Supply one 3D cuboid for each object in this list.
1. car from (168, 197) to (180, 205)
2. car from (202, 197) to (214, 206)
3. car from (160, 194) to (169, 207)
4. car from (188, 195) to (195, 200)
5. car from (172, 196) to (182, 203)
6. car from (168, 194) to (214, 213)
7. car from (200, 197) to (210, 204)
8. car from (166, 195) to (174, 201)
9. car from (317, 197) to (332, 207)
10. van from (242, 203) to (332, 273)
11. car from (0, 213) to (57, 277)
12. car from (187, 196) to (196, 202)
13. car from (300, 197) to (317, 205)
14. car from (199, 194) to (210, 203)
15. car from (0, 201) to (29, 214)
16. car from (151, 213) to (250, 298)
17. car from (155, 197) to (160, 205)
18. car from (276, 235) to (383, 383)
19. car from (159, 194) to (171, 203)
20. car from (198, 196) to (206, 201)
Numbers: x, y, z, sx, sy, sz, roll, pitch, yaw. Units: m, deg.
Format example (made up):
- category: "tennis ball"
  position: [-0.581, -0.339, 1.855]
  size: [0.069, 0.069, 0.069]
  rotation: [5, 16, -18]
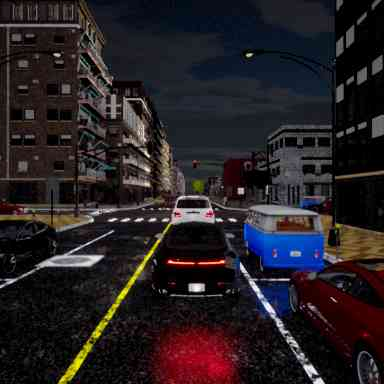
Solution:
- category: "car"
  position: [-3.186, 1.644, 60.081]
  size: [1.895, 1.301, 4.718]
  rotation: [0, 0, 0]
- category: "car"
  position: [2.587, 1.562, 55.286]
  size: [1.752, 1.417, 4.829]
  rotation: [0, 0, 0]
- category: "car"
  position: [-3.196, 1.383, 50.185]
  size: [2.097, 1.767, 4.553]
  rotation: [0, 0, 0]
- category: "car"
  position: [-0.176, 1.584, 91.949]
  size: [1.895, 1.301, 4.718]
  rotation: [0, 0, 0]
- category: "car"
  position: [-3.137, 1.583, 70.424]
  size: [1.812, 1.442, 4.674]
  rotation: [0, 0, 0]
- category: "car"
  position: [0.054, 1.225, 18.512]
  size: [2.150, 2.045, 5.566]
  rotation: [0, 0, 0]
- category: "car"
  position: [2.565, 1.634, 66.194]
  size: [1.802, 1.307, 4.206]
  rotation: [0, 0, 0]
- category: "car"
  position: [-5.858, 1.617, 88.164]
  size: [1.752, 1.417, 4.829]
  rotation: [0, 0, 0]
- category: "car"
  position: [14.862, 1.359, 31.244]
  size: [5.009, 1.841, 2.192]
  rotation: [0, 0, 0]
- category: "van"
  position: [2.641, 1.343, 10.329]
  size: [1.690, 1.788, 3.998]
  rotation: [0, 0, 0]
- category: "car"
  position: [-5.707, 1.567, 10.338]
  size: [1.947, 1.339, 4.313]
  rotation: [0, 0, 0]
- category: "car"
  position: [-0.157, 1.618, 81.499]
  size: [2.033, 1.411, 5.357]
  rotation: [0, 0, 0]
- category: "car"
  position: [15.075, 1.620, 36.997]
  size: [5.357, 1.411, 2.033]
  rotation: [0, 0, 2]
- category: "car"
  position: [2.556, 1.376, 71.734]
  size: [2.192, 1.841, 5.009]
  rotation: [0, 0, 0]
- category: "car"
  position: [-17.526, 1.535, 31.101]
  size: [4.206, 1.307, 1.802]
  rotation: [0, 0, 0]
- category: "car"
  position: [0.081, 1.506, 8.511]
  size: [1.837, 1.490, 4.892]
  rotation: [0, 0, 0]
- category: "car"
  position: [-5.804, 1.569, 60.468]
  size: [1.752, 1.417, 4.829]
  rotation: [0, 0, 0]
- category: "car"
  position: [2.651, 1.582, 4.640]
  size: [1.802, 1.307, 4.206]
  rotation: [0, 0, 0]
- category: "car"
  position: [-5.825, 1.376, 71.717]
  size: [2.192, 1.841, 5.009]
  rotation: [0, 0, 0]
- category: "car"
  position: [2.523, 1.643, 88.351]
  size: [2.008, 1.369, 4.403]
  rotation: [0, 0, 0]
